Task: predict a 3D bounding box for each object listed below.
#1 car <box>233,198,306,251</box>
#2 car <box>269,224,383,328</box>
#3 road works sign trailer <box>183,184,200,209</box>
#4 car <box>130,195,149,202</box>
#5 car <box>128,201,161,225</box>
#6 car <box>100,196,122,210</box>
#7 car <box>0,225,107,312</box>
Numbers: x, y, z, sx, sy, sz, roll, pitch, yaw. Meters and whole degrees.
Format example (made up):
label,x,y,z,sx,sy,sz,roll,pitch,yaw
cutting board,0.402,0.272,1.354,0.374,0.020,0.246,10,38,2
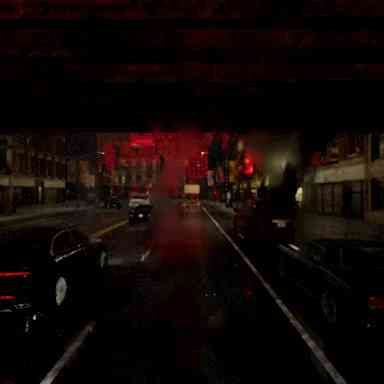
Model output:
label,x,y,z,sx,sy,sz,roll,pitch,yaw
car,3.131,1.276,14.402,2.435,2.045,5.566,0,0,-1
car,3.198,1.619,7.005,1.895,1.301,4.718,0,0,-1
road works sign trailer,-0.039,0.621,49.449,2.380,3.560,2.880,0,0,0
car,-7.109,1.364,45.338,2.150,2.045,5.566,0,0,0
car,-3.387,1.624,24.484,2.033,1.411,5.357,0,0,0
car,-10.607,1.642,44.418,1.837,1.490,4.892,0,0,0
car,-3.402,1.529,7.785,1.837,1.490,4.892,0,0,1
